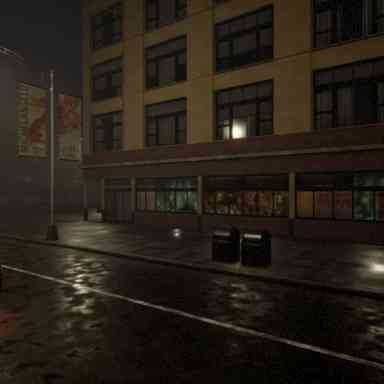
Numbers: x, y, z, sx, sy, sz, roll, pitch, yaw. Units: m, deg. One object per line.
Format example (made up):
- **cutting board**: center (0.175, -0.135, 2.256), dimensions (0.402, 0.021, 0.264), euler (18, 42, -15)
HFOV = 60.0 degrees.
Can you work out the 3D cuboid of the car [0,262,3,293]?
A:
- **car**: center (-5.825, 1.564, 7.717), dimensions (1.994, 1.385, 4.181), euler (0, 0, -40)
